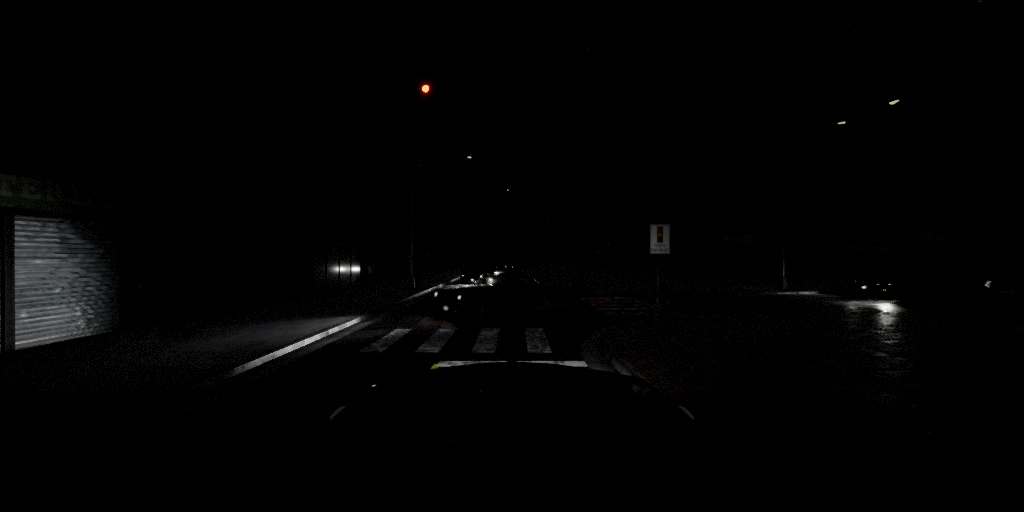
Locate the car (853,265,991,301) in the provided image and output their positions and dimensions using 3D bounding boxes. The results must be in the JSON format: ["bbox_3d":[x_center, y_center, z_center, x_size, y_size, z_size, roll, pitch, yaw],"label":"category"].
[{"bbox_3d":[18.096,1.148,15.964,4.892,1.490,1.837,0,0,0],"label":"car"}]

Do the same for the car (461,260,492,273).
[{"bbox_3d":[-2.883,1.303,28.057,2.033,1.411,5.357,0,0,-1],"label":"car"}]

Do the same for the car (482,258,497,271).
[{"bbox_3d":[-2.875,1.268,38.465,1.837,1.490,4.892,0,0,0],"label":"car"}]

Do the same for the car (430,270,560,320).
[{"bbox_3d":[-0.490,1.352,12.927,4.718,1.301,1.895,0,0,-41],"label":"car"}]

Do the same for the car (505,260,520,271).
[{"bbox_3d":[0.066,1.316,43.259,2.033,1.411,5.357,0,0,0],"label":"car"}]

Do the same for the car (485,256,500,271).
[{"bbox_3d":[-2.873,0.997,48.987,2.150,2.045,5.566,0,0,0],"label":"car"}]
